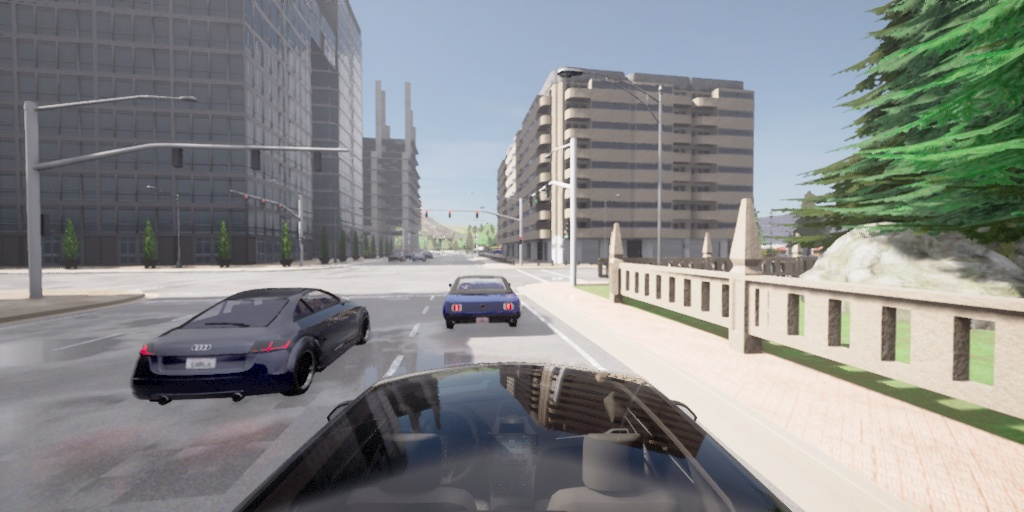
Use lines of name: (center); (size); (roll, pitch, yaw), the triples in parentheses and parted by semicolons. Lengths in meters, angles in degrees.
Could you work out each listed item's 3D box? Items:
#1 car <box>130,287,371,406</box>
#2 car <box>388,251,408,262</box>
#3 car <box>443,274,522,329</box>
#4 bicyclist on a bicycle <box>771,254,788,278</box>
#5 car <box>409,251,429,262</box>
car: (-3.979, 1.232, 6.339); (1.994, 1.385, 4.181); (0, 1, -6)
car: (-18.561, 0.081, 57.717); (2.097, 1.767, 4.553); (0, 1, -8)
car: (-0.932, 1.186, 10.601); (1.895, 1.301, 4.718); (0, 1, -6)
bicyclist on a bicycle: (16.262, 0.711, 22.115); (0.582, 1.620, 1.656); (0, 1, -9)
car: (-15.112, 0.240, 58.330); (1.812, 1.442, 4.674); (0, 1, -8)
